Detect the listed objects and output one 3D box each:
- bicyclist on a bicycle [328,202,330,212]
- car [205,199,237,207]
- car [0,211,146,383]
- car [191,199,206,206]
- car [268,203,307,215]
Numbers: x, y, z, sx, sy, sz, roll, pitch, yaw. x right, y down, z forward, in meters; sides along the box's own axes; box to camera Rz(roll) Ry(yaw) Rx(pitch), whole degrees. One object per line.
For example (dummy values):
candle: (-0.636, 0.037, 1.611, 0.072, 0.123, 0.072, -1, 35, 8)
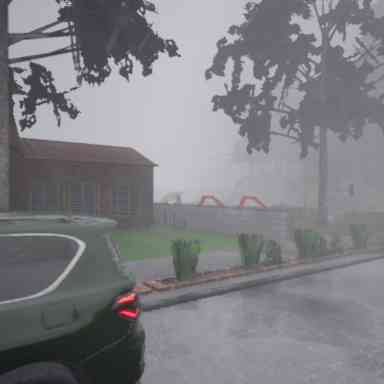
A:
bicyclist on a bicycle: (16.511, 1.641, 40.911, 1.656, 1.620, 0.582, 0, 0, -35)
car: (4.236, 1.828, 43.671, 1.895, 1.301, 4.718, 1, 0, -35)
car: (-3.055, 1.212, 2.420, 5.566, 2.045, 2.150, 1, 0, -35)
car: (1.862, 1.807, 54.047, 2.033, 1.411, 5.357, 1, 0, -35)
car: (10.053, 1.827, 35.501, 1.895, 1.301, 4.718, 1, 0, -35)
